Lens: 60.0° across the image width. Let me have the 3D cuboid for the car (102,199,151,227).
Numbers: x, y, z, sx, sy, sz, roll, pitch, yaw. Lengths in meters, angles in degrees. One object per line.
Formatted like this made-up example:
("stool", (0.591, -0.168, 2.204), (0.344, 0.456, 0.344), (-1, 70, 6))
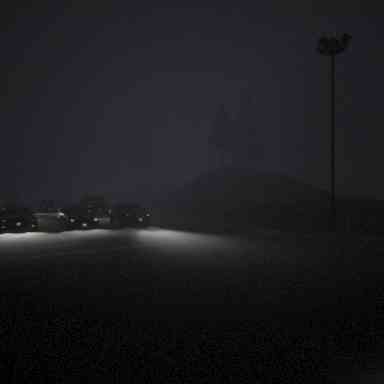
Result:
("car", (-4.509, 1.539, 23.687), (2.128, 1.511, 4.902), (0, 0, -29))

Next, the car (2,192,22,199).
("car", (-25.839, 1.053, 47.765), (2.150, 2.045, 5.566), (0, 0, -29))

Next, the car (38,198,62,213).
("car", (-16.549, 1.589, 38.115), (1.837, 1.490, 4.892), (0, 0, -29))

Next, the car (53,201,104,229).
("car", (-7.730, 1.595, 22.279), (2.033, 1.411, 5.357), (0, 0, -29))

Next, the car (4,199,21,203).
("car", (-18.015, 1.678, 33.543), (1.895, 1.301, 4.718), (0, 0, -29))

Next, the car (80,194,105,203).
("car", (-9.820, 1.285, 33.213), (2.150, 2.045, 5.566), (0, 1, -29))

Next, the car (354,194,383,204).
("car", (32.206, 1.303, 60.728), (2.150, 2.045, 5.566), (0, 0, -14))

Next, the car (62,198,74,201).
("car", (-18.813, 1.585, 49.504), (1.882, 1.535, 5.008), (0, 0, -29))

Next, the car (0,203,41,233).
("car", (-10.634, 1.611, 20.299), (1.994, 1.385, 4.181), (0, 0, -29))
